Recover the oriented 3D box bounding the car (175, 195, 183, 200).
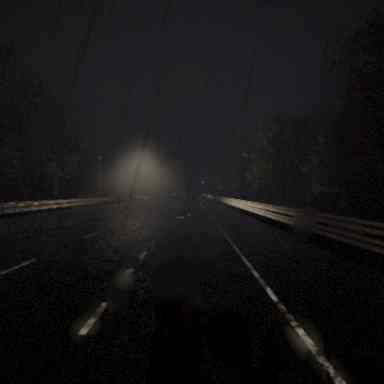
[{"bbox_3d":[-3.487,1.486,88.449,2.033,1.411,5.357,0,0,0],"label":"car"}]

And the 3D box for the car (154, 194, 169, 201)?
[{"bbox_3d":[-6.989,1.203,78.409,2.097,1.767,4.553,0,0,0],"label":"car"}]

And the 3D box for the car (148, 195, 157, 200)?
[{"bbox_3d":[-10.488,1.542,88.481,1.895,1.301,4.718,0,0,0],"label":"car"}]

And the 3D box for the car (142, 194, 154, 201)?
[{"bbox_3d":[-10.490,1.203,78.409,2.097,1.767,4.553,0,0,0],"label":"car"}]

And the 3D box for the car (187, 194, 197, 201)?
[{"bbox_3d":[0.011,1.347,78.021,1.837,1.490,4.892,0,0,0],"label":"car"}]

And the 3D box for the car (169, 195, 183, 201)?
[{"bbox_3d":[-3.489,1.372,78.021,2.128,1.511,4.902,0,0,0],"label":"car"}]

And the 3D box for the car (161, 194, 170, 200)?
[{"bbox_3d":[-6.987,1.302,88.421,2.097,1.767,4.553,0,0,0],"label":"car"}]
